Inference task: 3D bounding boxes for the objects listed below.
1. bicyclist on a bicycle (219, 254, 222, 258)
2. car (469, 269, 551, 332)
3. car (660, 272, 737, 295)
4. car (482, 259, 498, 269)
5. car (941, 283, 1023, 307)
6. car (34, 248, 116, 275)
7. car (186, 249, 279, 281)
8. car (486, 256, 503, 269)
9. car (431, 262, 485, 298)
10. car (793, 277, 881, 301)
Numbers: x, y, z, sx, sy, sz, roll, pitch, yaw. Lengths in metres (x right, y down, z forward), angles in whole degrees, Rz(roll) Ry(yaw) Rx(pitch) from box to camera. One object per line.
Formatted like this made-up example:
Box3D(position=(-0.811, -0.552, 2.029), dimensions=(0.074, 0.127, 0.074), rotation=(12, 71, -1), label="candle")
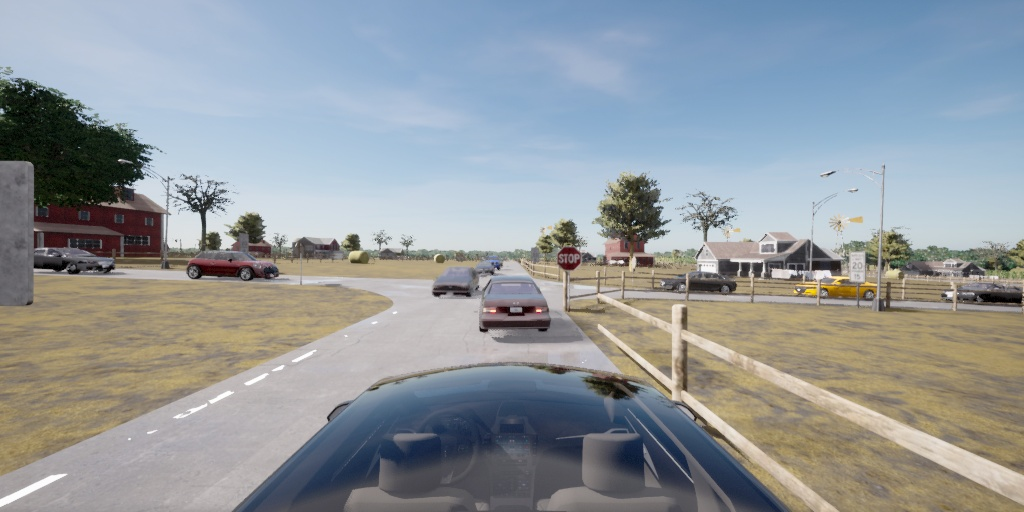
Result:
Box3D(position=(-22.612, 0.407, 27.619), dimensions=(0.582, 1.620, 1.656), rotation=(2, 0, 0), label="bicyclist on a bicycle")
Box3D(position=(-0.032, 1.299, 10.844), dimensions=(2.033, 1.411, 5.357), rotation=(0, 0, -3), label="car")
Box3D(position=(12.708, 1.805, 24.570), dimensions=(4.892, 1.490, 1.837), rotation=(2, 0, -2), label="car")
Box3D(position=(-2.843, 1.290, 38.371), dimensions=(1.812, 1.442, 4.674), rotation=(0, 0, 0), label="car")
Box3D(position=(32.613, 2.594, 24.632), dimensions=(4.902, 1.511, 2.128), rotation=(2, 0, 0), label="car")
Box3D(position=(-26.947, 0.272, 21.627), dimensions=(4.902, 1.511, 2.128), rotation=(2, 0, 0), label="car")
Box3D(position=(-16.693, 0.513, 21.639), dimensions=(4.553, 1.767, 2.097), rotation=(2, 0, 0), label="car")
Box3D(position=(-2.820, 0.993, 50.976), dimensions=(2.150, 2.045, 5.566), rotation=(0, 0, 0), label="car")
Box3D(position=(-2.793, 1.272, 18.896), dimensions=(2.033, 1.411, 5.357), rotation=(1, 1, 0), label="car")
Box3D(position=(22.222, 2.156, 24.628), dimensions=(5.008, 1.535, 1.882), rotation=(2, 0, 0), label="car")
